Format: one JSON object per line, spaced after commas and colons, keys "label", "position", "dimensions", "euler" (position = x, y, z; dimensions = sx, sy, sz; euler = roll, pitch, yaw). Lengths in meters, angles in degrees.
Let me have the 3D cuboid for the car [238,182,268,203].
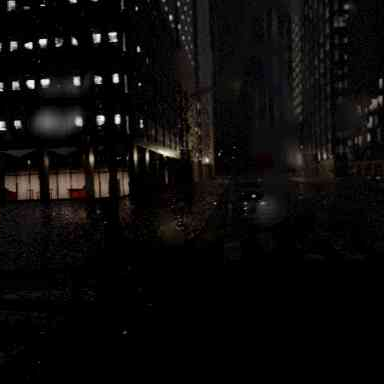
{"label": "car", "position": [4.504, -0.026, 25.026], "dimensions": [1.994, 1.385, 4.181], "euler": [-2, 3, 7]}
